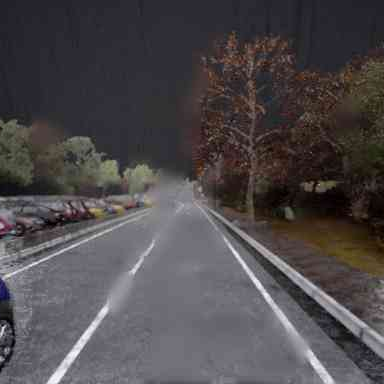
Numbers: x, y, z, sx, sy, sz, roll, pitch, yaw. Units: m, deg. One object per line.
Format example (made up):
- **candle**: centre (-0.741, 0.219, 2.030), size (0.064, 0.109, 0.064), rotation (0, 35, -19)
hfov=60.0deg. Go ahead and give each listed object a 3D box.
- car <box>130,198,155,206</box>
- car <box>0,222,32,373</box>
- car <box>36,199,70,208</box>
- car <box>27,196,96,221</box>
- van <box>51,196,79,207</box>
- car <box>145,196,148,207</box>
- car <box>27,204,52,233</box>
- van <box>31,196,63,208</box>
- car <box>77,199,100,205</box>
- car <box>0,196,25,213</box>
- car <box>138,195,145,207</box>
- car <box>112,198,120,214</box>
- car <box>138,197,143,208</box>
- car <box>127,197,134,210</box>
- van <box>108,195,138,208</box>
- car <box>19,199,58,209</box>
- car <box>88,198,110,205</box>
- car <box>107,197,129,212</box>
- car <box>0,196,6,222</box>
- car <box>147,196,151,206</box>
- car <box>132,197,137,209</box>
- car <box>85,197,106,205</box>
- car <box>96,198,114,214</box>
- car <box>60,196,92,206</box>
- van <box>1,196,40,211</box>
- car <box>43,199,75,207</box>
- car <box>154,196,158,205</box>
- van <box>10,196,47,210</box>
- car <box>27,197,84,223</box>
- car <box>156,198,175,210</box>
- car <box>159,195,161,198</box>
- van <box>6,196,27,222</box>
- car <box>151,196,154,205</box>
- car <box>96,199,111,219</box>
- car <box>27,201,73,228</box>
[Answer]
- **car**: centre (-10.501, 2.126, 70.452), size (4.892, 1.521, 2.231), rotation (0, -1, 0)
- **car**: centre (-3.356, 1.346, 2.440), size (2.097, 1.767, 4.553), rotation (0, 0, 0)
- **car**: centre (-23.569, 1.912, 56.603), size (4.792, 1.488, 2.163), rotation (0, -1, 0)
- **car**: centre (-10.352, 1.436, 26.049), size (4.553, 1.767, 2.185), rotation (0, -1, 0)
- **van**: centre (-23.670, 1.742, 62.017), size (4.442, 1.987, 1.878), rotation (0, -1, 0)
- **car**: centre (-10.454, 1.884, 56.585), size (4.892, 1.521, 2.231), rotation (0, -1, 0)
- **car**: centre (-10.365, 1.517, 17.719), size (4.674, 1.452, 2.002), rotation (0, -1, 0)
- **van**: centre (-23.425, 1.623, 53.854), size (4.442, 1.987, 1.878), rotation (0, -1, 0)
- **car**: centre (-23.585, 2.270, 75.983), size (4.674, 1.452, 2.002), rotation (0, -1, 0)
- **car**: centre (-23.470, 1.453, 39.989), size (5.566, 2.045, 2.435), rotation (0, -1, 0)
- **car**: centre (-10.484, 1.723, 53.807), size (4.553, 1.767, 2.185), rotation (0, -1, 0)
- **car**: centre (-10.411, 1.648, 34.376), size (4.892, 1.521, 2.231), rotation (0, -1, 0)
- **car**: centre (-10.475, 1.847, 51.032), size (4.792, 1.488, 2.163), rotation (0, -1, 0)
- **car**: centre (-10.396, 1.762, 42.704), size (4.792, 1.488, 2.163), rotation (0, -1, 0)
- **van**: centre (-10.556, 1.563, 48.258), size (4.442, 1.987, 1.878), rotation (0, -1, 0)
- **car**: centre (-23.531, 1.817, 51.066), size (5.008, 1.535, 2.097), rotation (0, -1, 0)
- **car**: centre (-23.604, 2.384, 84.169), size (5.008, 1.535, 2.097), rotation (0, -1, 0)
- **car**: centre (-10.226, 1.672, 37.152), size (5.366, 1.575, 1.946), rotation (0, -1, 0)
- **car**: centre (-10.377, 1.169, 12.170), size (5.566, 2.045, 2.435), rotation (0, -1, 0)
- **car**: centre (-10.652, 1.920, 59.352), size (5.366, 1.575, 1.946), rotation (0, -1, 0)
- **car**: centre (-10.403, 1.790, 45.480), size (4.792, 1.488, 2.163), rotation (0, -1, 0)
- **car**: centre (-23.633, 2.206, 81.401), size (4.553, 1.767, 2.185), rotation (0, -1, 0)
- **car**: centre (-10.391, 1.620, 31.600), size (4.892, 1.521, 2.231), rotation (0, -1, 0)
- **car**: centre (-23.596, 1.821, 67.680), size (5.566, 2.045, 2.435), rotation (0, -1, 0)
- **van**: centre (-23.395, 1.535, 45.528), size (4.442, 1.987, 1.878), rotation (0, -1, 0)
- **car**: centre (-23.575, 1.951, 59.242), size (4.792, 1.488, 2.163), rotation (0, -1, 0)
- **car**: centre (-10.302, 2.069, 67.677), size (5.366, 1.575, 1.946), rotation (0, -1, 0)
- **van**: centre (-23.635, 1.563, 48.298), size (4.442, 1.987, 1.878), rotation (0, -1, 0)
- **car**: centre (-10.345, 1.408, 23.273), size (4.553, 1.767, 2.185), rotation (0, -1, 0)
- **car**: centre (-3.516, 1.851, 47.049), size (1.994, 1.385, 4.181), rotation (0, -1, 0)
- **car**: centre (-10.537, 1.979, 76.008), size (5.566, 2.045, 2.435), rotation (0, -1, 0)
- **van**: centre (-10.239, 1.223, 14.946), size (4.442, 1.987, 1.878), rotation (0, -1, 0)
- **car**: centre (-10.288, 1.965, 62.005), size (5.366, 1.575, 1.946), rotation (0, -1, 0)
- **car**: centre (-10.205, 1.587, 28.824), size (5.366, 1.575, 1.946), rotation (0, -1, 0)
- **car**: centre (-10.364, 1.505, 20.496), size (5.008, 1.535, 2.097), rotation (0, -1, 0)
